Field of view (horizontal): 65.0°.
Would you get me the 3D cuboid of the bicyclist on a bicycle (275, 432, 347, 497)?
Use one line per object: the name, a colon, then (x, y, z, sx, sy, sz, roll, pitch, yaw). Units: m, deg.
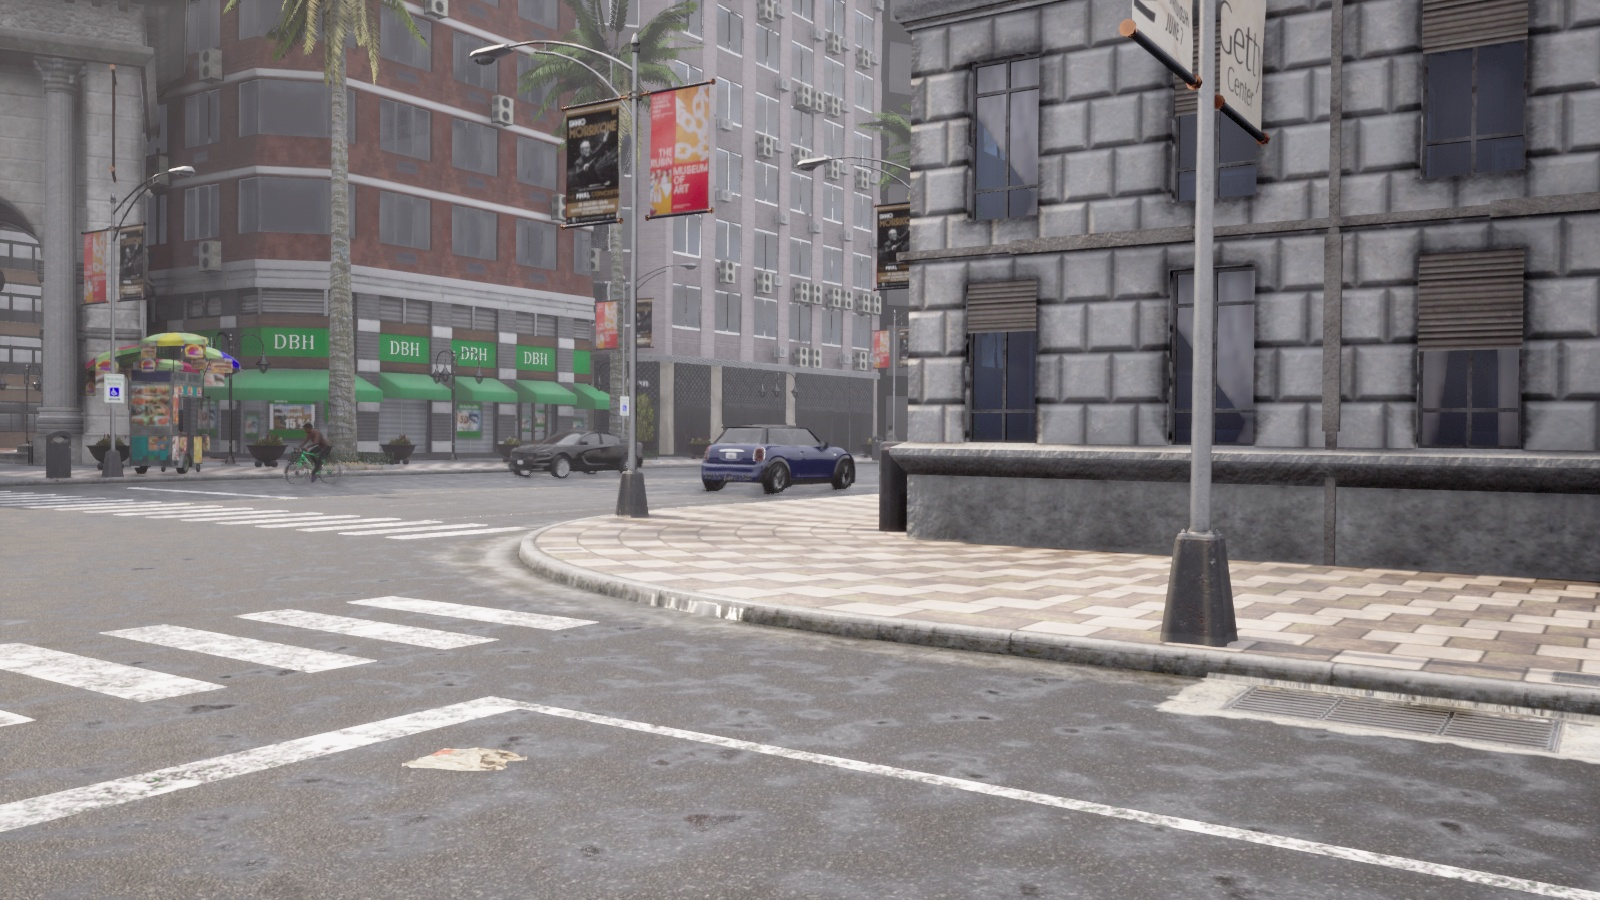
bicyclist on a bicycle: (-12.672, 0.354, 32.587, 0.582, 1.620, 1.656, 0, 1, 34)

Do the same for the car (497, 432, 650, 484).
car: (-7.228, 0.220, 40.627, 1.882, 1.535, 5.008, 0, 1, 34)

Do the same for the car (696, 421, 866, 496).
car: (-0.393, 0.157, 31.998, 2.097, 1.767, 4.553, 0, 1, 34)
